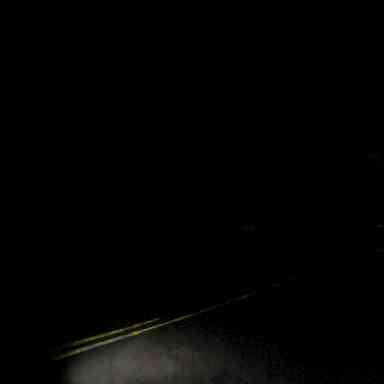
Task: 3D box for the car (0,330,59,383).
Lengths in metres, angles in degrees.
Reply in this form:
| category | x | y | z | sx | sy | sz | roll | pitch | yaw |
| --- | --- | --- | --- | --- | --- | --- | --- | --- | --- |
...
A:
| category | x | y | z | sx | sy | sz | roll | pitch | yaw |
| --- | --- | --- | --- | --- | --- | --- | --- | --- | --- |
| car | -3.227 | 1.506 | 1.647 | 4.892 | 1.490 | 1.837 | 1 | 0 | -34 |

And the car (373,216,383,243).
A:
| category | x | y | z | sx | sy | sz | roll | pitch | yaw |
| --- | --- | --- | --- | --- | --- | --- | --- | --- | --- |
| car | 9.921 | 1.646 | 15.730 | 1.994 | 1.385 | 4.181 | 0 | 0 | 37 |
